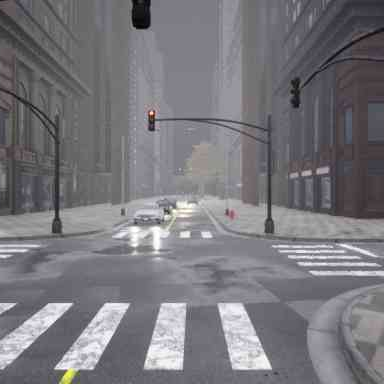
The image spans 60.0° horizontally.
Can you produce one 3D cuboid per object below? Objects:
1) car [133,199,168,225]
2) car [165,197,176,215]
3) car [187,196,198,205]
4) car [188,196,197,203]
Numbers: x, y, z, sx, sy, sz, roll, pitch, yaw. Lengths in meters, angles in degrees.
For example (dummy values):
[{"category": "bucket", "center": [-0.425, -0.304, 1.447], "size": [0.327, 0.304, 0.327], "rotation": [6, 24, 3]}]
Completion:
[{"category": "car", "center": [-3.082, 1.526, 24.463], "size": [1.812, 1.442, 4.674], "rotation": [0, 0, 0]}, {"category": "car", "center": [-3.075, 1.552, 34.873], "size": [2.033, 1.411, 5.357], "rotation": [0, 0, 0]}, {"category": "car", "center": [0.133, 1.582, 59.379], "size": [2.033, 1.411, 5.357], "rotation": [0, 0, 0]}, {"category": "car", "center": [0.152, 1.574, 69.729], "size": [1.812, 1.442, 4.674], "rotation": [0, 0, 0]}]
